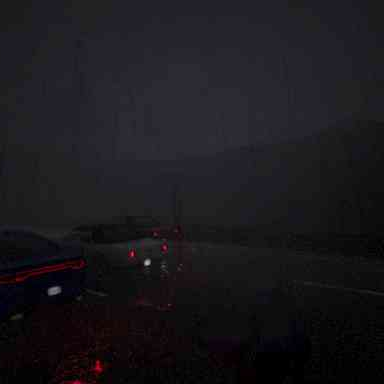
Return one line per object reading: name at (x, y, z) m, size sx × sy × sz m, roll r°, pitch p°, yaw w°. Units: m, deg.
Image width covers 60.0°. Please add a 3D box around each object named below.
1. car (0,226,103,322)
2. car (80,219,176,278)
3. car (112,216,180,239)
car at (-4.362, 1.546, 7.100) m, size 5.008 × 1.535 × 1.882 m, roll 0°, pitch 0°, yaw 35°
car at (-3.039, 1.677, 10.456) m, size 4.718 × 1.301 × 1.895 m, roll -1°, pitch 0°, yaw 35°
car at (-2.915, 1.698, 14.645) m, size 4.718 × 1.301 × 1.895 m, roll -1°, pitch 0°, yaw 35°
